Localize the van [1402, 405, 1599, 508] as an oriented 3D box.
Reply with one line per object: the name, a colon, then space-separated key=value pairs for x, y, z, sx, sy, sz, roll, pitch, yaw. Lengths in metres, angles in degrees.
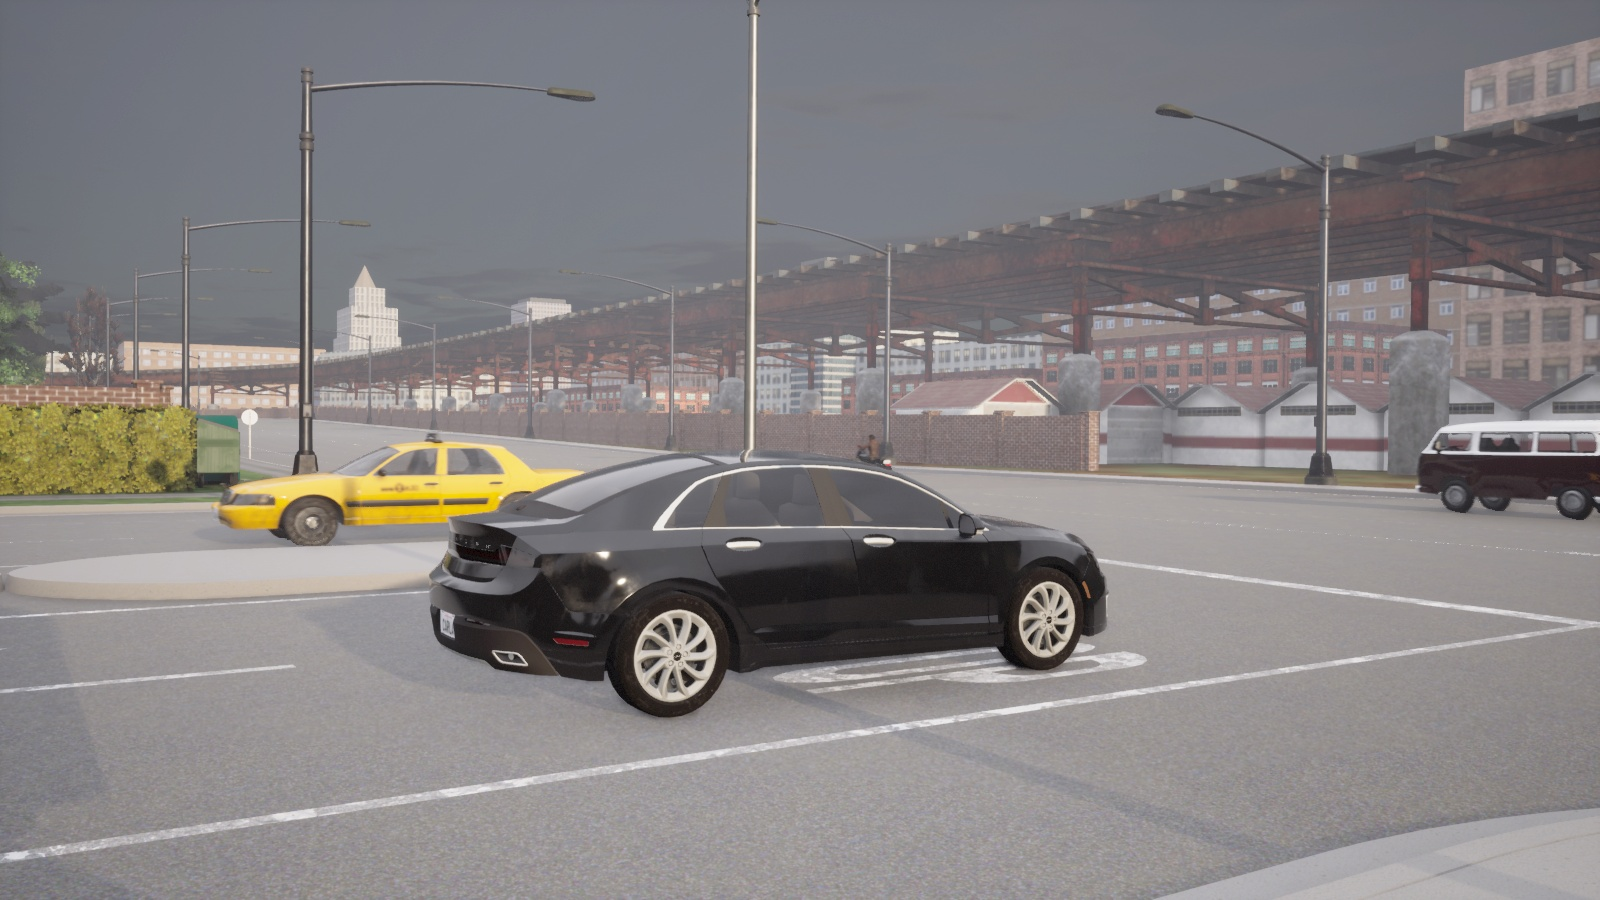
van: x=15.687 y=0.095 z=27.073 sx=2.069 sy=2.038 sz=4.480 roll=-1 pitch=1 yaw=-32

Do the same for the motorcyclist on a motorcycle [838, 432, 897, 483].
motorcyclist on a motorcycle: x=2.235 y=0.241 z=41.935 sx=0.766 sy=1.649 sz=2.350 roll=-1 pitch=1 yaw=-32

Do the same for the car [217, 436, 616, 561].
car: x=-5.602 y=0.617 z=18.699 sx=5.366 sy=1.575 sz=1.801 roll=-1 pitch=1 yaw=-32

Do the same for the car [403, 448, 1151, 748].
car: x=0.004 y=0.771 z=8.637 sx=4.892 sy=1.490 sz=1.837 roll=-1 pitch=1 yaw=-32
